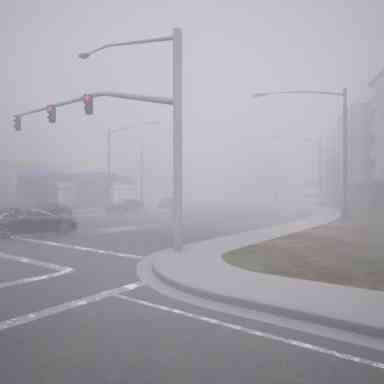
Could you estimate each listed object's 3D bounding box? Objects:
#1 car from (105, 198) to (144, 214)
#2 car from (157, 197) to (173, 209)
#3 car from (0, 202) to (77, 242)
[{"bbox_3d":[-7.251,1.478,36.087,1.882,1.535,5.008,0,0,30],"label":"car"},{"bbox_3d":[-3.205,1.505,45.340,1.837,1.490,4.892,0,0,15],"label":"car"},{"bbox_3d":[-8.138,1.486,16.447,2.128,1.511,4.902,0,0,41],"label":"car"}]
